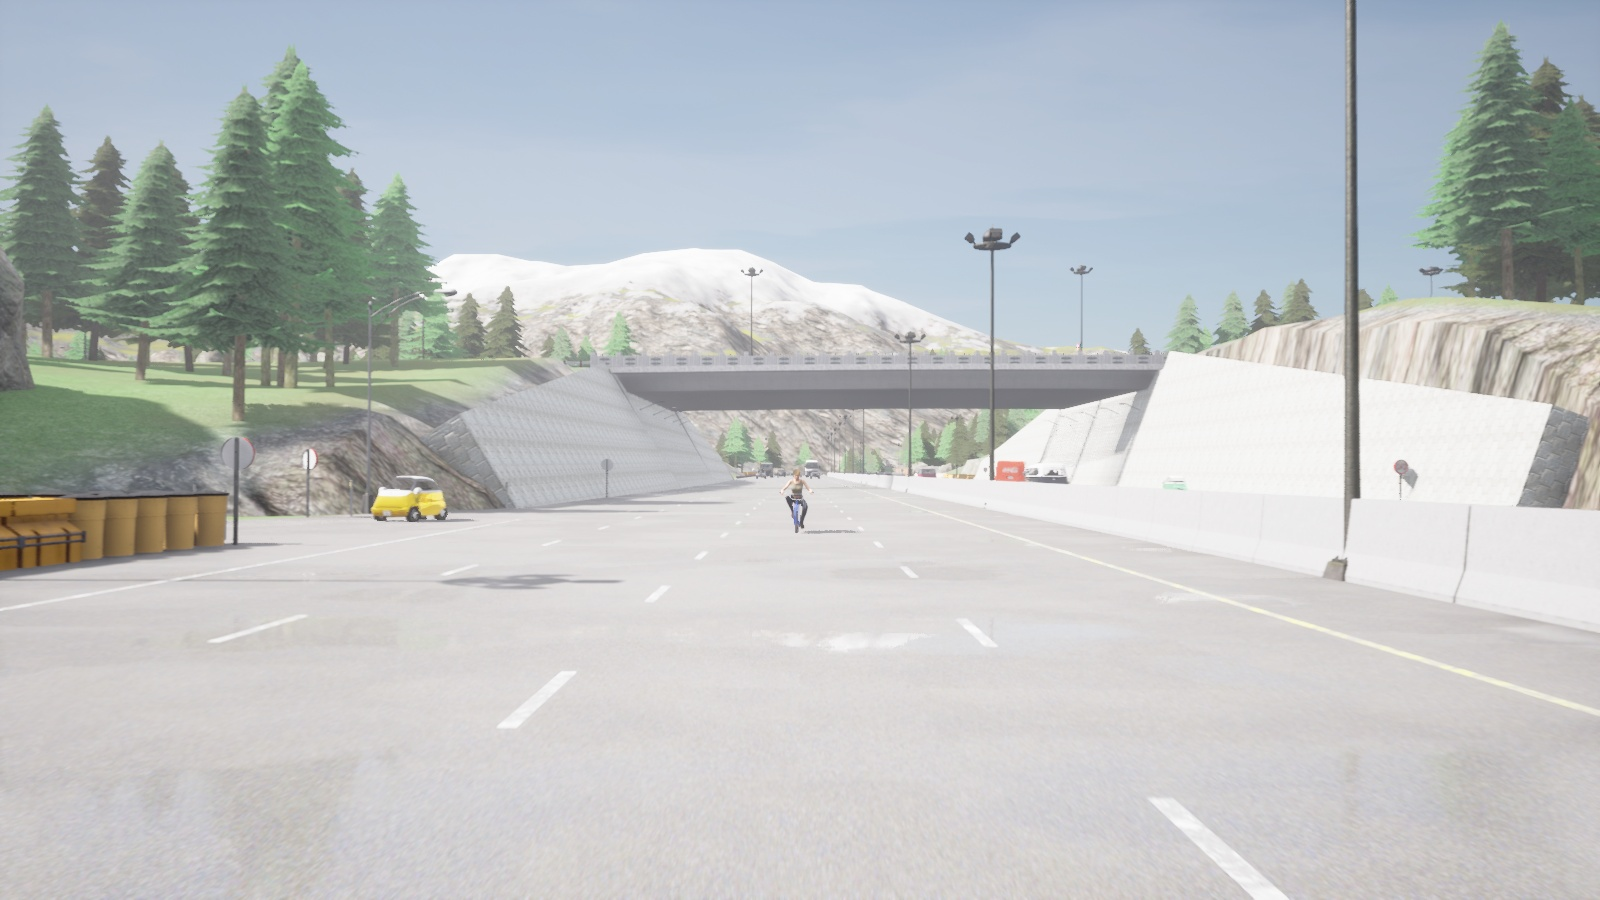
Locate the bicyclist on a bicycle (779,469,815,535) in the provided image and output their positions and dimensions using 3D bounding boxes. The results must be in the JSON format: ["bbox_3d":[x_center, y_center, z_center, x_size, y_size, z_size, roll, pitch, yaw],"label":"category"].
[{"bbox_3d":[-0.072,1.280,31.588,0.866,1.612,1.509,0,-1,0],"label":"bicyclist on a bicycle"}]

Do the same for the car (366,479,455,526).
[{"bbox_3d":[-11.717,1.551,37.882,1.481,1.376,2.207,-1,-1,23],"label":"car"}]

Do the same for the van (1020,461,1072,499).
[{"bbox_3d":[13.827,1.669,70.808,2.069,2.038,4.480,0,-1,0],"label":"van"}]

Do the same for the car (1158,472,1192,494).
[{"bbox_3d":[24.303,2.135,81.447,1.481,1.376,2.207,0,-1,0],"label":"car"}]
